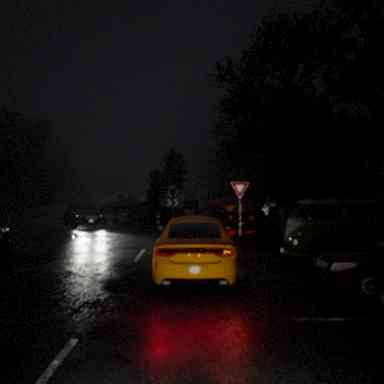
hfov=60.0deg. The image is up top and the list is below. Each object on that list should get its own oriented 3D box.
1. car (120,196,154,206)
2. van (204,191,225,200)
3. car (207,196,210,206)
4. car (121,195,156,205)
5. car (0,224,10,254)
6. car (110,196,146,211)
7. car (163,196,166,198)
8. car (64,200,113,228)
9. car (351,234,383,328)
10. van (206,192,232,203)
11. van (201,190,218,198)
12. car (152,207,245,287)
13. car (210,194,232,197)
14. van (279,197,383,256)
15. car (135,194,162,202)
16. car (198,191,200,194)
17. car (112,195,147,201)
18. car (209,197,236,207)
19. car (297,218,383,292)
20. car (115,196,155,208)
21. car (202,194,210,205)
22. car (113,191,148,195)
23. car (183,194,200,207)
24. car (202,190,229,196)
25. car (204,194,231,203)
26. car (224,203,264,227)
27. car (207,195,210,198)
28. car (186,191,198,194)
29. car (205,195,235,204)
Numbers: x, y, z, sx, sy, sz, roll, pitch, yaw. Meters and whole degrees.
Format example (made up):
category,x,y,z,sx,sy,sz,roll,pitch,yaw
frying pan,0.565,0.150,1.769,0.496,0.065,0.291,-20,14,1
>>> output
category,x,y,z,sx,sy,sz,roll,pitch,yaw
car,-8.335,1.350,50.848,4.892,1.521,2.231,0,1,0
van,4.835,0.769,72.980,4.442,1.987,1.878,0,1,0
car,4.716,1.544,42.526,4.792,1.488,2.163,0,1,0
car,-8.530,1.291,53.623,5.366,1.575,1.946,0,1,0
car,-8.070,1.403,9.927,4.792,1.488,2.163,0,1,0
car,-8.361,1.598,39.745,4.792,1.488,2.163,0,1,0
car,-8.166,1.135,61.948,5.366,1.575,1.946,0,1,0
car,-6.789,1.379,20.763,2.128,1.511,4.902,2,-2,-29
car,5.042,1.479,4.553,4.674,1.452,2.002,0,1,0
van,4.847,0.960,59.262,4.442,1.987,1.878,0,1,0
van,4.817,0.553,92.496,4.442,1.987,1.878,0,1,0
car,0.066,1.381,9.080,1.882,1.535,5.008,0,0,0
car,4.779,1.441,39.878,4.553,1.767,2.185,0,1,0
van,4.912,1.148,10.007,4.442,1.987,1.878,-1,1,0
car,-8.360,1.096,64.715,4.892,1.521,2.231,0,1,0
car,4.682,0.652,81.289,5.566,2.045,2.435,0,1,0
car,-8.329,1.514,42.521,5.008,1.535,2.097,0,1,0
car,4.745,1.621,37.110,5.008,1.535,2.097,0,1,0
car,5.042,1.445,7.337,4.674,1.452,2.002,0,1,0
car,-8.154,1.401,48.072,5.366,1.575,1.946,0,1,0
car,4.555,1.402,48.065,5.366,1.575,1.946,0,1,0
car,-8.308,1.208,45.291,5.566,2.045,2.435,0,1,0
car,-0.208,1.429,46.726,1.882,1.535,5.008,0,1,0
car,4.764,1.044,53.598,5.566,2.045,2.435,0,1,0
car,4.757,1.166,62.037,4.792,1.488,2.163,0,1,0
car,3.730,1.602,22.554,1.895,1.301,4.718,-1,0,18
car,4.740,1.500,45.296,4.674,1.452,2.002,0,1,0
car,-0.327,0.680,78.441,2.150,2.045,5.566,0,1,0
car,4.705,1.270,56.373,4.792,1.488,2.163,0,1,0
